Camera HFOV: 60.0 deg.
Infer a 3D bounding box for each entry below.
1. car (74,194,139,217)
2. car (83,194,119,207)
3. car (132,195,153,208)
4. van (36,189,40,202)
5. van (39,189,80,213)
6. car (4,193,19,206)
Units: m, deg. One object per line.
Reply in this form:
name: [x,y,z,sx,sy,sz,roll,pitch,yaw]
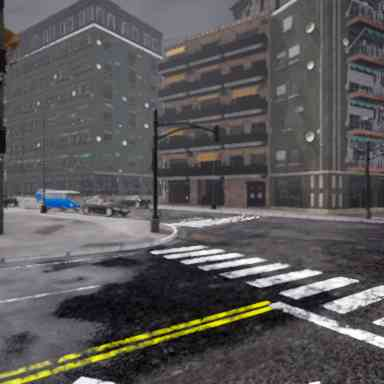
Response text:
car: [-6.565,1.118,25.293,4.403,1.369,2.008,1,0,36]
car: [-10.571,0.933,38.543,4.206,1.307,1.802,1,0,36]
car: [-6.096,1.016,35.301,4.403,1.369,2.008,1,0,36]
van: [-19.514,0.464,45.028,3.998,1.788,1.690,1,0,36]
van: [-11.034,0.794,28.536,3.998,1.788,1.690,1,0,36]
car: [-19.989,0.790,35.018,4.313,1.339,1.947,1,0,36]
